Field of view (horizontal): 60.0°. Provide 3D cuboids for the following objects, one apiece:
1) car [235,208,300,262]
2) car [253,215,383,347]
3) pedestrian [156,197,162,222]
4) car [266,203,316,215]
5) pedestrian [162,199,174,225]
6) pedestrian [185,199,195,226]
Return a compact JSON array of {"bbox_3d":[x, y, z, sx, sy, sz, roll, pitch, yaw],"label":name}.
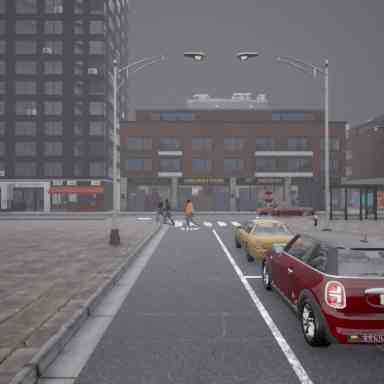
[{"bbox_3d":[2.576,1.530,11.935,1.752,1.417,4.829,0,0,0],"label":"car"},{"bbox_3d":[2.609,1.442,6.328,1.967,1.590,4.097,0,0,0],"label":"car"},{"bbox_3d":[-2.105,1.156,22.838,0.375,1.860,0.375,0,0,0],"label":"pedestrian"},{"bbox_3d":[7.841,1.584,27.927,4.718,1.301,1.895,0,0,-1],"label":"car"},{"bbox_3d":[-1.609,1.303,22.298,0.375,1.860,0.375,0,0,0],"label":"pedestrian"},{"bbox_3d":[-0.134,1.303,21.639,0.375,1.860,0.375,0,0,0],"label":"pedestrian"}]
